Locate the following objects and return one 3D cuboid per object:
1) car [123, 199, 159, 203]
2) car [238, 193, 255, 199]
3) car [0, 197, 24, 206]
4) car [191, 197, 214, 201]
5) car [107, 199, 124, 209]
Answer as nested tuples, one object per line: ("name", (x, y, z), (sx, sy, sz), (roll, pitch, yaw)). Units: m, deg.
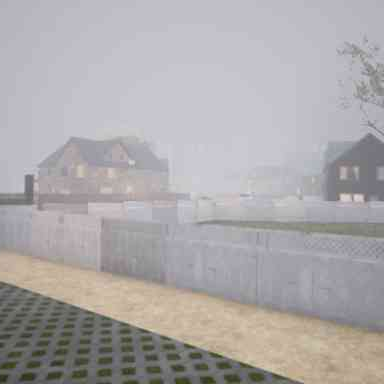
("car", (-3.122, 1.443, 29.385), (2.033, 1.411, 5.357), (2, 1, 38))
("car", (8.325, 1.118, 51.180), (2.150, 2.045, 5.566), (2, 1, 15))
("car", (-12.728, 1.158, 21.608), (2.097, 1.767, 4.553), (2, 1, 36))
("car", (1.216, 1.312, 40.903), (2.128, 1.511, 4.902), (2, 1, 29))
("car", (-5.994, 1.353, 30.484), (2.033, 1.411, 5.357), (2, 1, 38))
